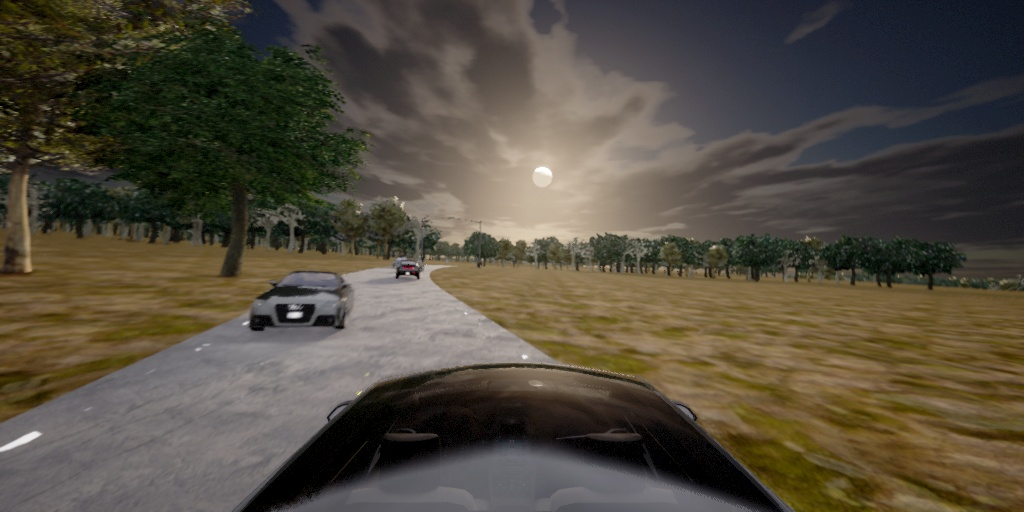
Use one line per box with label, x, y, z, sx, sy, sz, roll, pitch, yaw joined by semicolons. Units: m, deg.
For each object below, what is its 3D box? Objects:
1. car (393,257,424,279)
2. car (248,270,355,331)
car;-8.490;1.039;29.471;1.837;1.490;4.892;3;0;-15
car;-5.479;1.104;9.858;1.994;1.385;4.181;3;-1;-20
